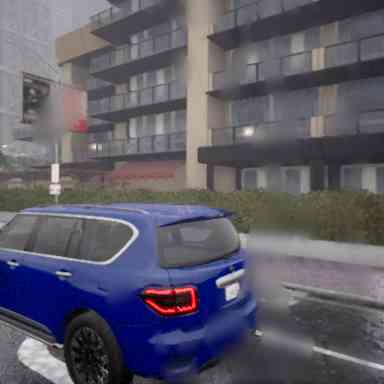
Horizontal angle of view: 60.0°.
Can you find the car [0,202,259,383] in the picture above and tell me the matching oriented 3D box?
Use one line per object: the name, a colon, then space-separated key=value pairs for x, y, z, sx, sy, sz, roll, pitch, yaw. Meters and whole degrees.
car: x=-1.718 y=1.179 z=5.269 sx=5.566 sy=2.045 sz=2.150 roll=1 pitch=0 yaw=36
